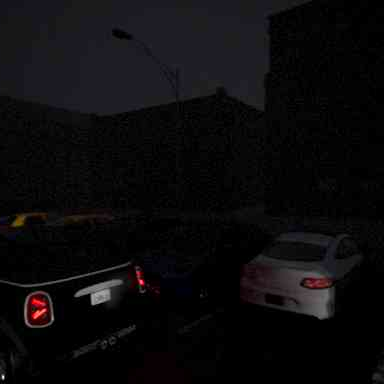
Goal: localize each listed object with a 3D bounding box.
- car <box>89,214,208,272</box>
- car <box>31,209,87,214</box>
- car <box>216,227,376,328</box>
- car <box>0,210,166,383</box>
[{"bbox_3d":[-1.820,1.509,10.268,2.163,1.488,4.792,0,0,36],"label":"car"},{"bbox_3d":[-4.146,1.479,11.756,1.946,1.575,5.366,0,0,36],"label":"car"},{"bbox_3d":[2.636,1.520,7.082,2.002,1.452,4.674,0,0,36],"label":"car"},{"bbox_3d":[-2.879,1.351,5.468,4.553,1.767,2.097,0,0,36],"label":"car"}]
